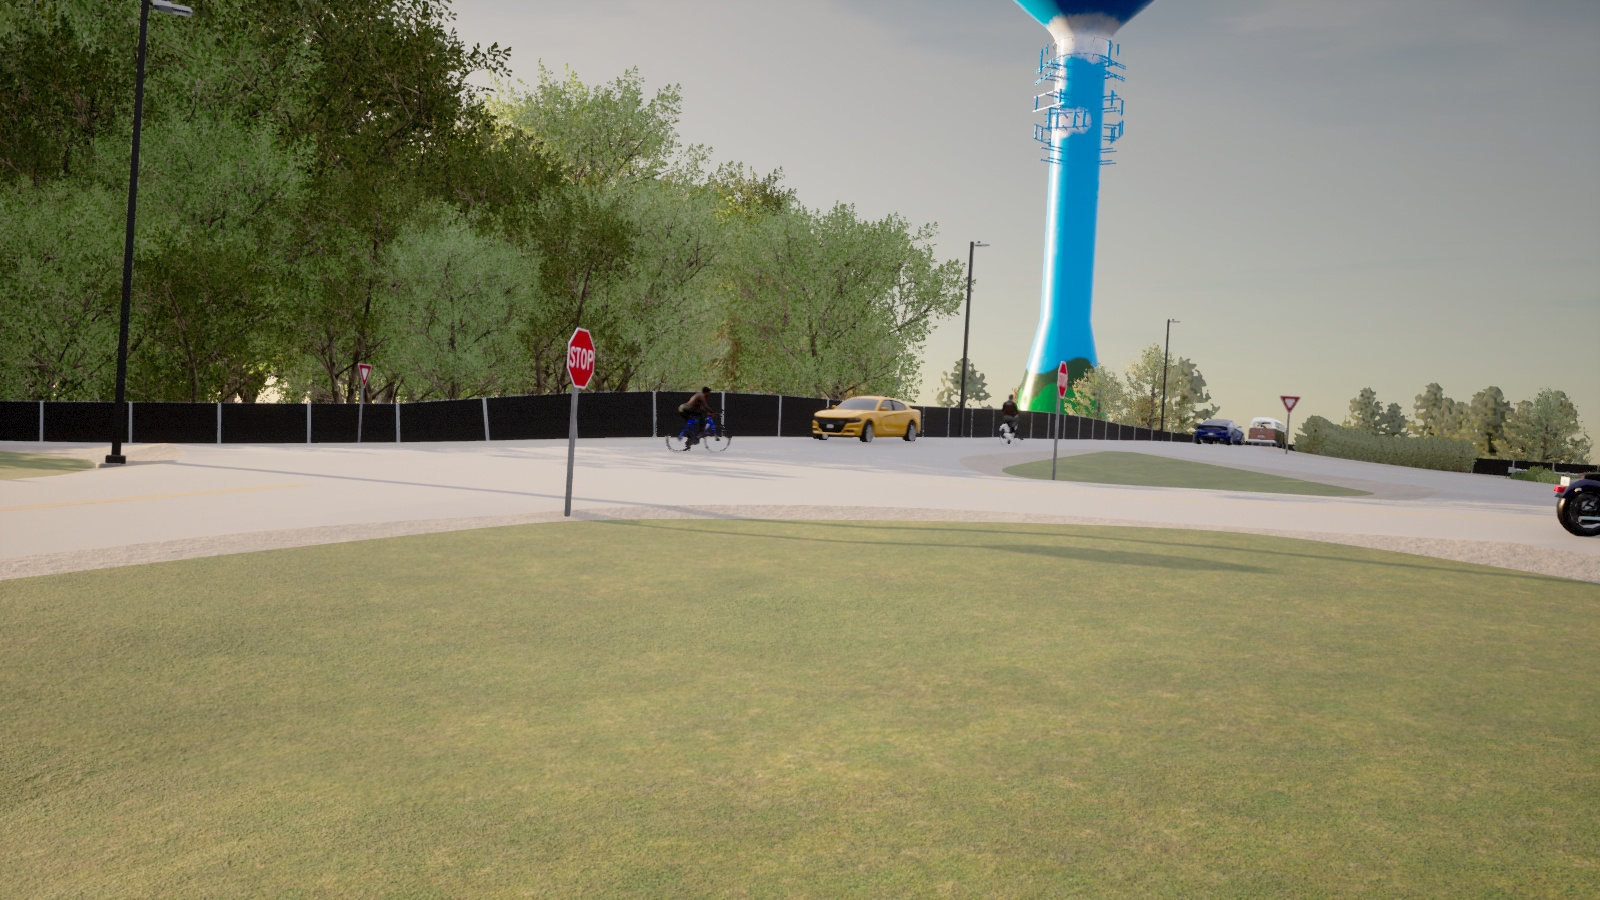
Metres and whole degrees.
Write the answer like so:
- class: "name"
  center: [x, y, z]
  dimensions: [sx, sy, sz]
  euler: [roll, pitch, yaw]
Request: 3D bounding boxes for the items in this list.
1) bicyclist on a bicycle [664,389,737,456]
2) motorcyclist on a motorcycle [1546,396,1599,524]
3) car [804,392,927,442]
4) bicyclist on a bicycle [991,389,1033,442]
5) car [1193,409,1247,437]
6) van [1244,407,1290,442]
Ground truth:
- class: "bicyclist on a bicycle"
  center: [-2.418, -0.671, 30.638]
  dimensions: [1.656, 1.620, 0.582]
  euler: [0, 3, -22]
- class: "motorcyclist on a motorcycle"
  center: [11.150, 0.125, 16.314]
  dimensions: [2.350, 1.649, 0.766]
  euler: [1, 2, 10]
- class: "car"
  center: [2.245, -1.107, 41.735]
  dimensions: [1.882, 1.535, 5.008]
  euler: [2, 3, 31]
- class: "bicyclist on a bicycle"
  center: [7.308, -1.189, 43.220]
  dimensions: [0.659, 1.776, 1.843]
  euler: [3, 3, 34]
- class: "car"
  center: [24.368, -1.573, 72.725]
  dimensions: [1.882, 1.535, 5.008]
  euler: [2, 2, 31]
- class: "van"
  center: [31.223, -1.695, 83.875]
  dimensions: [2.069, 2.038, 4.480]
  euler: [2, -1, 31]
